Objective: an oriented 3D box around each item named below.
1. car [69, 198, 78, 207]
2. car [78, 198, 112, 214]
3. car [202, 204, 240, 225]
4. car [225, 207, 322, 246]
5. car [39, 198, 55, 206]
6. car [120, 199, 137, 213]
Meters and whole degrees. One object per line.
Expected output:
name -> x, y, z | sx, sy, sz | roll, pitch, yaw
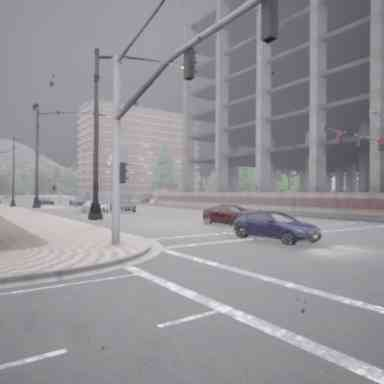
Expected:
car -> -18.797, 1.683, 54.682 | 1.882, 1.535, 5.008 | 1, 0, -35
car -> -10.913, 1.664, 37.323 | 1.812, 1.442, 4.674 | 1, 0, -35
car -> 2.757, 1.637, 23.778 | 1.882, 1.535, 5.008 | 1, 0, -35
car -> 3.985, 1.663, 16.285 | 1.812, 1.442, 4.674 | 1, 0, -36
car -> -25.327, 1.726, 57.905 | 1.895, 1.301, 4.718 | 1, 0, -35
car -> -8.204, 1.665, 39.386 | 1.837, 1.490, 4.892 | 1, 0, -35
